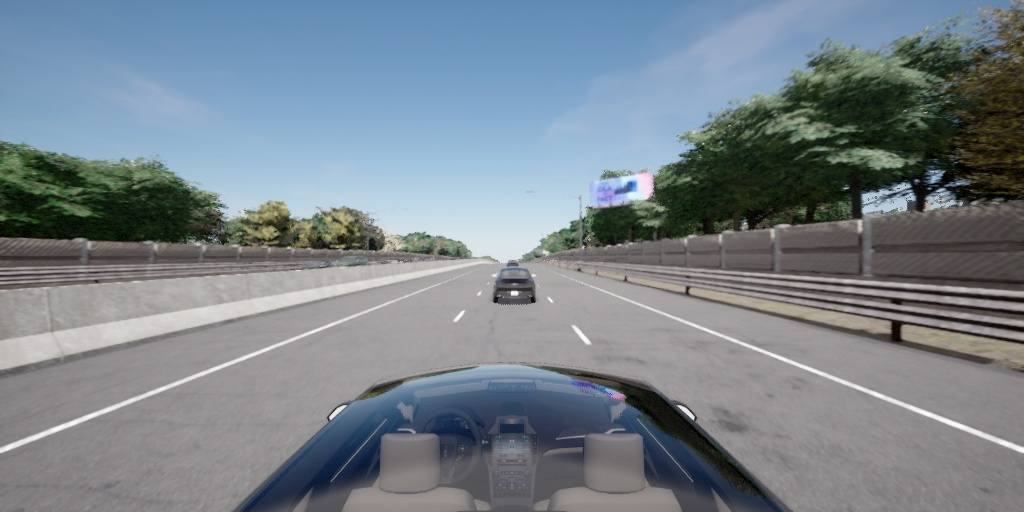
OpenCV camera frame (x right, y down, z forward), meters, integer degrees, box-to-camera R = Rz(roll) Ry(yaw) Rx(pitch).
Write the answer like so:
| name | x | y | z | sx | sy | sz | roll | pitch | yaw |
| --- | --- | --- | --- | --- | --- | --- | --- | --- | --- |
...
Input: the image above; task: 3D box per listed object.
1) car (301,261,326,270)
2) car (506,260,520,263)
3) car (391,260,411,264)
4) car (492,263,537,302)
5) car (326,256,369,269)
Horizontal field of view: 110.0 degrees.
| name | x | y | z | sx | sy | sz | roll | pitch | yaw |
| --- | --- | --- | --- | --- | --- | --- | --- | --- | --- |
| car | -21.060 | 1.304 | 39.188 | 1.837 | 1.490 | 4.892 | 0 | 0 | 0 |
| car | 0.117 | 1.335 | 55.229 | 1.837 | 1.490 | 4.892 | 0 | 0 | 0 |
| car | -14.058 | 1.408 | 43.080 | 1.895 | 1.301 | 4.718 | 0 | 0 | 0 |
| car | 0.105 | 1.265 | 17.044 | 1.837 | 1.490 | 4.892 | 0 | 0 | 0 |
| car | -17.563 | 1.022 | 39.161 | 2.150 | 2.045 | 5.566 | 0 | 0 | 0 |
